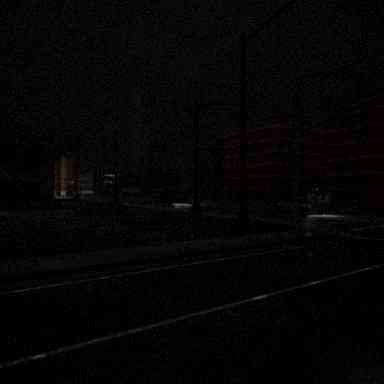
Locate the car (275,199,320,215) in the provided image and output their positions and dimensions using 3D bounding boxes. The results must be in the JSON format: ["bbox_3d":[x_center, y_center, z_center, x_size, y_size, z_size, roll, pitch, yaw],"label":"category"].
[{"bbox_3d":[10.335,1.389,32.969,1.812,1.442,4.674,0,1,-34],"label":"car"}]

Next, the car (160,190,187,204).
[{"bbox_3d":[-2.938,0.701,52.334,2.150,2.045,5.566,0,1,-34],"label":"car"}]
